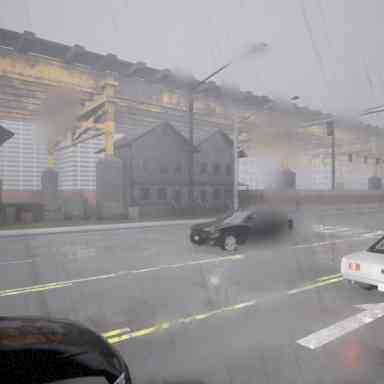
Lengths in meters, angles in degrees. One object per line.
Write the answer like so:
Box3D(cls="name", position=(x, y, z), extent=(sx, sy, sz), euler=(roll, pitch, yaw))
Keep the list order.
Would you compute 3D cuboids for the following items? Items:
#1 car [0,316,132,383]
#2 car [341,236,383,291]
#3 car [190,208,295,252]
Box3D(cls="car", position=(-2.710, 1.492, 1.813), extent=(4.902, 1.511, 2.128), euler=(0, 0, -35))
Box3D(cls="car", position=(5.616, 1.601, 7.776), extent=(4.718, 1.301, 1.895), euler=(0, 0, -35))
Box3D(cls="car", position=(2.224, 1.477, 14.094), extent=(5.008, 1.535, 1.882), euler=(0, 0, -35))
